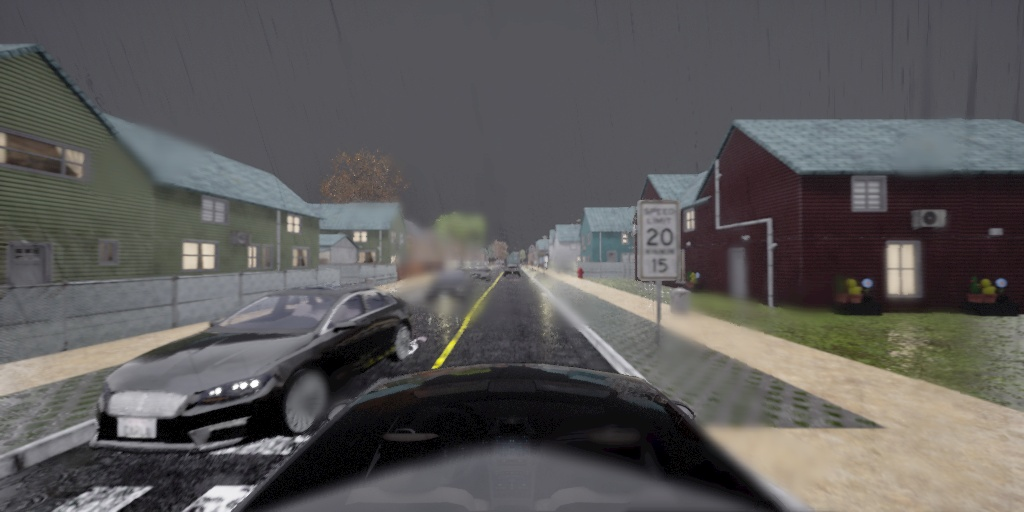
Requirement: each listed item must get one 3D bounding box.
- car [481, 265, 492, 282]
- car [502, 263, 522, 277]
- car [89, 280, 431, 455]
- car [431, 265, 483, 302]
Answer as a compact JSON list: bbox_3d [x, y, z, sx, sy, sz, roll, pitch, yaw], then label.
[{"bbox_3d":[-2.814,1.482,31.137,1.994,1.385,4.181,0,0,0],"label":"car"},{"bbox_3d":[0.027,1.485,39.027,1.837,1.490,4.892,0,-1,0],"label":"car"},{"bbox_3d":[-3.092,1.253,5.584,2.128,1.511,4.902,0,0,4],"label":"car"},{"bbox_3d":[-2.839,1.373,17.723,2.033,1.411,5.357,0,0,0],"label":"car"}]
